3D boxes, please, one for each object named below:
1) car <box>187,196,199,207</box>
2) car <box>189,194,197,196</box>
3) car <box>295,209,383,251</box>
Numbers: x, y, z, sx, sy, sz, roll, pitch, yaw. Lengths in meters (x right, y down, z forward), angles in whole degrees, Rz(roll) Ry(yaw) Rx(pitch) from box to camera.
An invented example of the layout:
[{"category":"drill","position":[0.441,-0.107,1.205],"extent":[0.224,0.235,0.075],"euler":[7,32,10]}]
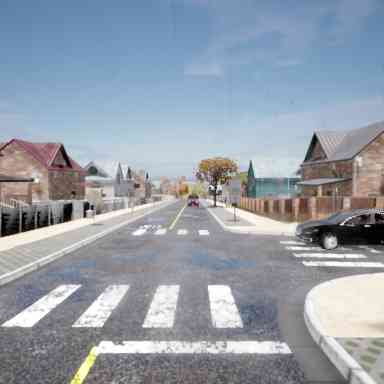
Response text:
[{"category":"car","position":[0.194,1.767,56.414],"extent":[1.895,1.301,4.718],"euler":[0,0,0]},{"category":"car","position":[0.228,1.458,66.437],"extent":[2.150,2.045,5.566],"euler":[0,0,0]},{"category":"car","position":[6.744,1.482,13.583],"extent":[4.892,1.490,1.837],"euler":[0,2,0]}]
